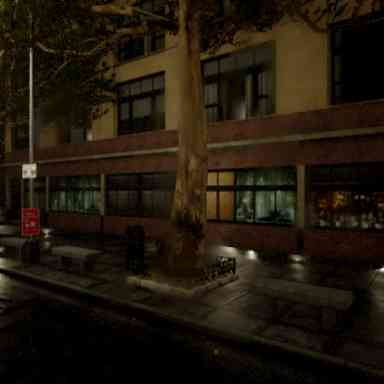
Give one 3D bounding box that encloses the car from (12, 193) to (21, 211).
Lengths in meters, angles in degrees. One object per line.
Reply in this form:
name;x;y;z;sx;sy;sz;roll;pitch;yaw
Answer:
car;-17.790;1.173;38.474;2.150;2.045;5.566;0;0;35
